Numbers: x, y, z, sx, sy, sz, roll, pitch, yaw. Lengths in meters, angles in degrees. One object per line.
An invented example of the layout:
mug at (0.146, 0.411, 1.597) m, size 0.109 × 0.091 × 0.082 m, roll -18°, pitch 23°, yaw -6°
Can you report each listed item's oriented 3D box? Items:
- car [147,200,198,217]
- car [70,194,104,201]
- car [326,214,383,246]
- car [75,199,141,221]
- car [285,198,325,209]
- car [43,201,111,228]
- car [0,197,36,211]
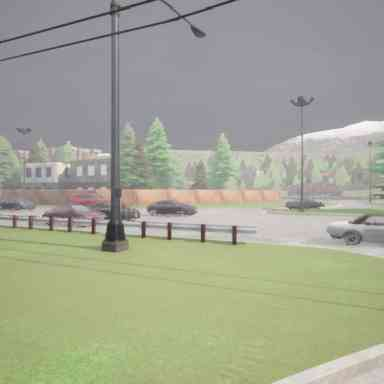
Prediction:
car at (-1.835, 1.499, 30.778) m, size 4.892 × 1.490 × 1.837 m, roll -1°, pitch 0°, yaw 27°
car at (-12.295, 1.217, 40.892) m, size 5.566 × 2.045 × 2.150 m, roll 0°, pitch 0°, yaw 17°
car at (8.250, 1.593, 13.959) m, size 4.718 × 1.301 × 1.895 m, roll 0°, pitch 0°, yaw 27°
car at (-6.146, 1.502, 25.109) m, size 4.892 × 1.490 × 1.837 m, roll 0°, pitch 0°, yaw 27°
car at (14.390, 1.529, 42.354) m, size 5.357 × 1.411 × 2.033 m, roll 0°, pitch 0°, yaw -28°
car at (-7.780, 1.523, 22.016) m, size 4.674 × 1.442 × 1.812 m, roll 0°, pitch 0°, yaw 26°
car at (-21.246, 1.351, 40.534) m, size 4.553 × 1.767 × 2.097 m, roll 0°, pitch 0°, yaw 27°
